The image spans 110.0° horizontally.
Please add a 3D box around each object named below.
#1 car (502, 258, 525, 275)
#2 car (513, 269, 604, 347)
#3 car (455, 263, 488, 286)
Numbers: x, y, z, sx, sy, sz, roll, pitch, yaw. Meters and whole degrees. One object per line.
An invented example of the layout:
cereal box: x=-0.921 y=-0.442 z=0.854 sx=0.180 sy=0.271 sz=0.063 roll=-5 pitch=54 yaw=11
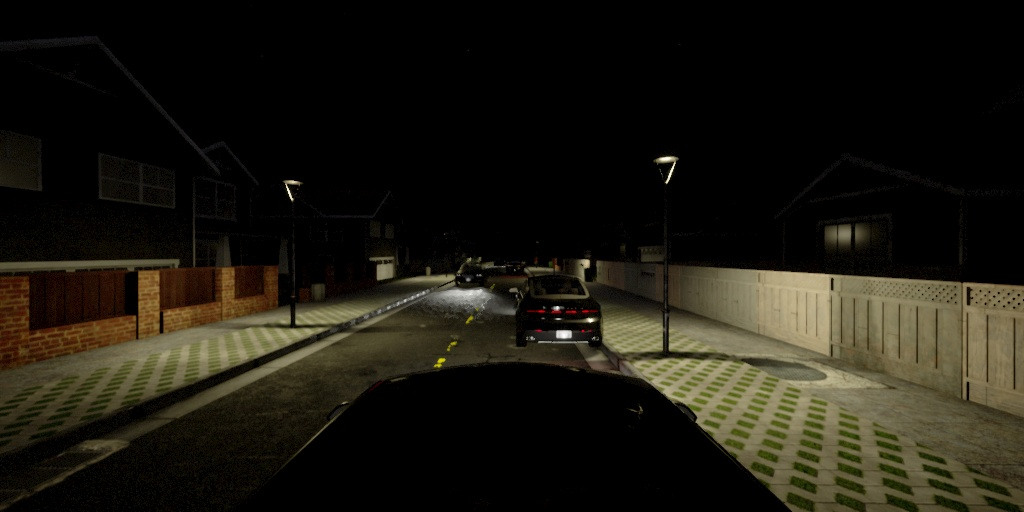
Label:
car: x=0.311 y=1.185 z=37.573 sx=2.128 sy=1.511 sz=4.902 roll=0 pitch=0 yaw=1
car: x=1.010 y=1.248 z=9.264 sx=1.837 sy=1.490 sz=4.892 roll=0 pitch=0 yaw=0
car: x=-2.700 y=1.211 z=24.713 sx=2.128 sy=1.511 sz=4.902 roll=0 pitch=0 yaw=0
